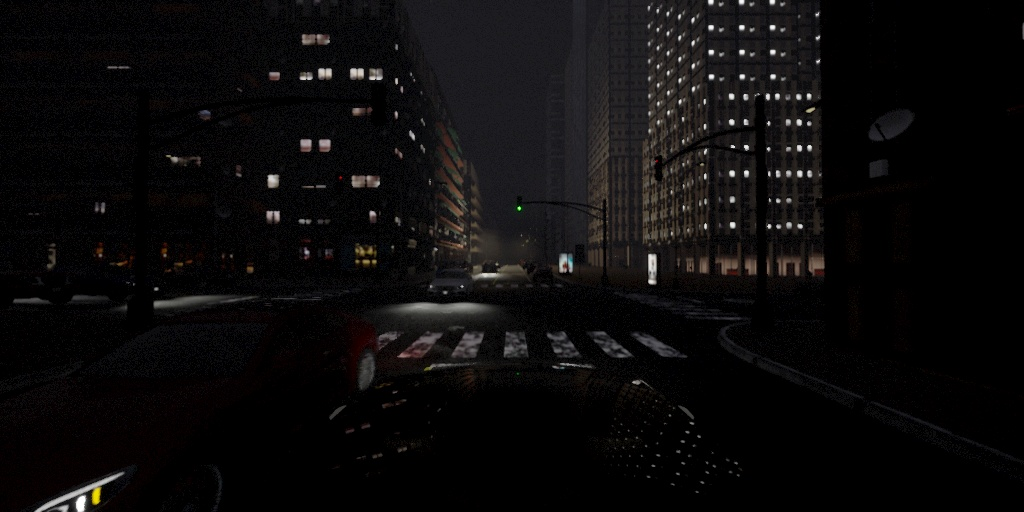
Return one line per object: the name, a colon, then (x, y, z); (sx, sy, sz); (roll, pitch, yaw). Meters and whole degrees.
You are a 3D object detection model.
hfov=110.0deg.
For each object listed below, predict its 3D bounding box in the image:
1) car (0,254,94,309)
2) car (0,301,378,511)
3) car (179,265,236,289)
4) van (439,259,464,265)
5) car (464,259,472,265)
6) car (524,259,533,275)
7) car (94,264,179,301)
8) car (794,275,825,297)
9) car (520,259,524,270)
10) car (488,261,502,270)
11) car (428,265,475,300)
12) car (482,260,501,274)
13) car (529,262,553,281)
car: (-18.752, 0.838, 12.756); (5.009, 1.841, 2.192); (0, 0, 0)
car: (-2.996, 1.287, 3.901); (1.812, 1.442, 4.674); (0, 0, 0)
car: (-18.757, 1.201, 21.136); (4.313, 1.339, 1.948); (0, 0, 0)
van: (-5.632, 1.256, 32.283); (1.690, 1.789, 3.998); (0, 0, 0)
car: (-5.621, 1.261, 37.811); (2.192, 1.841, 5.009); (0, 0, 0)
car: (2.771, 1.418, 43.322); (1.967, 1.591, 4.097); (0, 0, 0)
car: (-17.590, 1.101, 15.380); (4.674, 1.442, 1.812); (1, -1, 0)
car: (19.430, 1.745, 21.464); (4.403, 1.370, 2.007); (0, 0, 0)
car: (2.802, 1.515, 59.904); (1.967, 1.591, 4.097); (0, 0, 0)
car: (-2.886, 1.580, 62.013); (2.033, 1.411, 5.357); (0, 0, 0)
car: (-2.969, 1.366, 18.298); (1.812, 1.442, 4.674); (0, 0, 0)
car: (-2.914, 1.493, 47.260); (2.128, 1.511, 4.902); (0, 0, 0)
car: (2.750, 1.498, 32.266); (1.802, 1.307, 4.207); (0, 0, 0)
